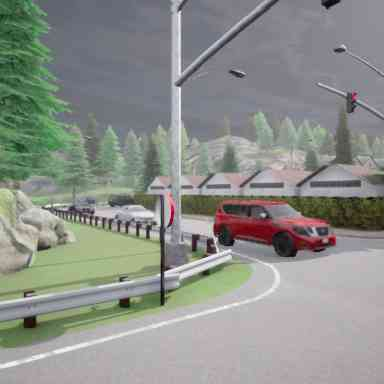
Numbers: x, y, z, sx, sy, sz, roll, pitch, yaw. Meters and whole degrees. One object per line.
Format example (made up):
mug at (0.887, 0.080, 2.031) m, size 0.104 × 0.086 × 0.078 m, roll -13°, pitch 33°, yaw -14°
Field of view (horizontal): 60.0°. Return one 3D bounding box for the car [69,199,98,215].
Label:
car at (-11.989, 1.754, 36.044) m, size 1.994 × 1.385 × 4.181 m, roll 0°, pitch 0°, yaw -33°

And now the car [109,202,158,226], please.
car at (-4.228, 1.717, 24.689) m, size 1.812 × 1.442 × 4.674 m, roll 0°, pitch 0°, yaw -35°

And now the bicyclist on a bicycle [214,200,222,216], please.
bicyclist on a bicycle at (2.525, 1.492, 28.091) m, size 1.656 × 1.620 × 0.582 m, roll 0°, pitch 0°, yaw -35°

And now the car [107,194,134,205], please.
car at (-10.955, 1.396, 53.198) m, size 2.150 × 2.045 × 5.566 m, roll 0°, pitch 0°, yaw 33°

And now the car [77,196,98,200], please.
car at (-16.278, 1.248, 50.671) m, size 2.097 × 1.767 × 4.553 m, roll 0°, pitch 0°, yaw 18°

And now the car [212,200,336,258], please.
car at (3.171, 1.401, 14.118) m, size 2.150 × 2.045 × 5.566 m, roll 0°, pitch 0°, yaw -35°
